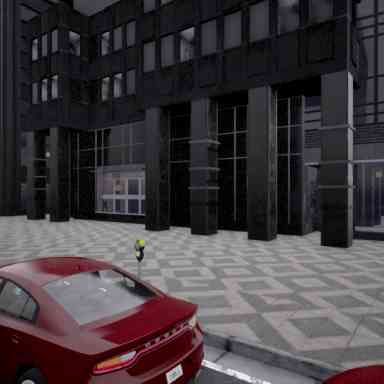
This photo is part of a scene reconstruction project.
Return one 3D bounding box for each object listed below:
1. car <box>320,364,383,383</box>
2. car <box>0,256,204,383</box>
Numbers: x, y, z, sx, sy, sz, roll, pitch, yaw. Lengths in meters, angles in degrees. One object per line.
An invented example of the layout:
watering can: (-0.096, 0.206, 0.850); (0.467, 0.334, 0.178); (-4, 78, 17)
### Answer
car: (2.608, 1.545, 1.096); (4.507, 1.381, 1.887); (0, 0, 36)
car: (-1.974, 1.545, 4.378); (4.507, 1.381, 1.887); (0, 0, 36)
